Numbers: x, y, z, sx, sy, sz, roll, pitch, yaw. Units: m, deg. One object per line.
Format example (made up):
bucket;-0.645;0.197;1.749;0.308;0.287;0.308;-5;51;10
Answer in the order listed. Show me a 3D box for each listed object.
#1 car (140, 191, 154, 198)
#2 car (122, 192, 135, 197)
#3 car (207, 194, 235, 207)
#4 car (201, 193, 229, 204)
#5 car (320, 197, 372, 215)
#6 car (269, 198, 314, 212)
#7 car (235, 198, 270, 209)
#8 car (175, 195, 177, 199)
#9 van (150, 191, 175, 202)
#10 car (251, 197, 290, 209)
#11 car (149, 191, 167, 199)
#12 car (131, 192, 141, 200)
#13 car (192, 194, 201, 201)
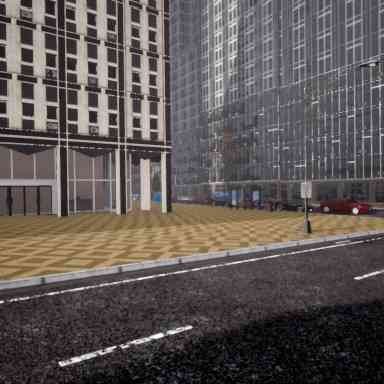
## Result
car;-11.140;0.686;82.175;1.967;1.590;4.097;0;1;-34
car;-17.558;0.688;91.558;2.008;1.369;4.403;0;1;-34
car;4.365;1.319;44.583;1.947;1.339;4.313;0;1;-34
car;3.743;1.230;50.172;1.994;1.385;4.181;-1;1;-34
car;15.299;1.330;33.255;1.882;1.535;5.008;-1;1;-34
car;10.721;1.424;35.157;1.947;1.339;4.313;0;1;-34
car;7.526;1.388;39.860;1.802;1.307;4.206;0;1;-34
car;-4.721;0.936;72.796;1.802;1.307;4.206;0;1;-34
van;-5.218;0.937;58.681;1.690;1.788;3.998;0;1;-34
car;9.695;1.363;41.463;1.895;1.301;4.718;-1;1;-35
car;-7.930;0.615;77.483;2.192;1.841;5.009;0;1;-34
car;-11.637;1.039;68.065;2.008;1.369;4.403;0;1;-34
car;1.698;1.043;63.414;1.802;1.307;4.206;0;1;-34
